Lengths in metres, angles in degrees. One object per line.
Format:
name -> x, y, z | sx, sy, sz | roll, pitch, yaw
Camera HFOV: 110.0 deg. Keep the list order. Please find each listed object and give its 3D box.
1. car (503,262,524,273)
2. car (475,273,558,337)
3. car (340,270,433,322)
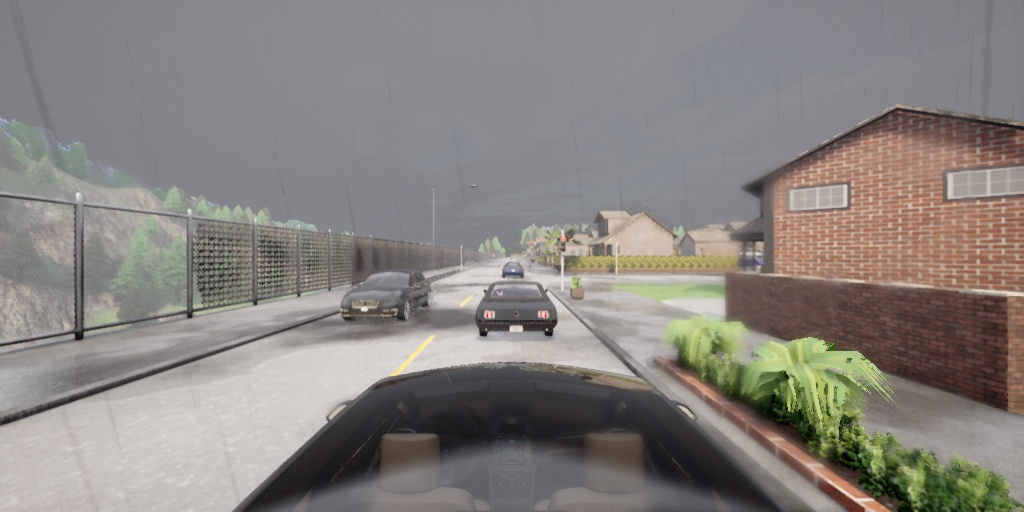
car -> 0.107, 1.270, 34.482 | 1.994, 1.385, 4.181 | 0, 0, 0
car -> 0.102, 1.339, 10.246 | 1.895, 1.301, 4.718 | 0, 0, 0
car -> -4.048, 1.242, 12.315 | 1.837, 1.490, 4.892 | 0, 0, 0
